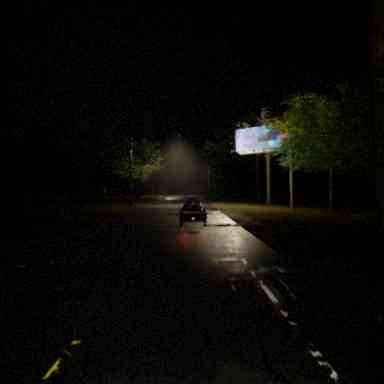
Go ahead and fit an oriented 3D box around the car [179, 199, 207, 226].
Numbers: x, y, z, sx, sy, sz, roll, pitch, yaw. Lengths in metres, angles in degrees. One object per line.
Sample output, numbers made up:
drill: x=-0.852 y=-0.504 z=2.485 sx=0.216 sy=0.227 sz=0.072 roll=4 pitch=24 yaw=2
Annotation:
car: x=0.085 y=1.539 z=24.189 sx=2.128 sy=1.511 sz=4.902 roll=0 pitch=0 yaw=0
